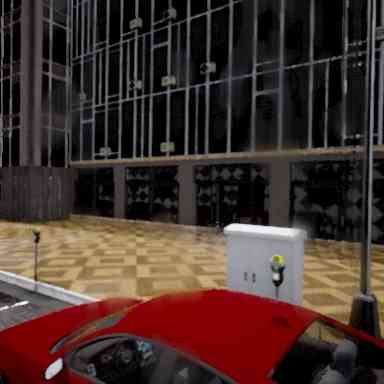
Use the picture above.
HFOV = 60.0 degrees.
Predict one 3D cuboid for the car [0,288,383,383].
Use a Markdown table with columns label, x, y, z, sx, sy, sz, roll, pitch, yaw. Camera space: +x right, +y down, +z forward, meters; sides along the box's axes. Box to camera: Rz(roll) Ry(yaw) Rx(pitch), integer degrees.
| label | x | y | z | sx | sy | sz | roll | pitch | yaw |
| --- | --- | --- | --- | --- | --- | --- | --- | --- | --- |
| car | -0.013 | 1.535 | 2.717 | 4.507 | 1.381 | 1.887 | 0 | 1 | 36 |
